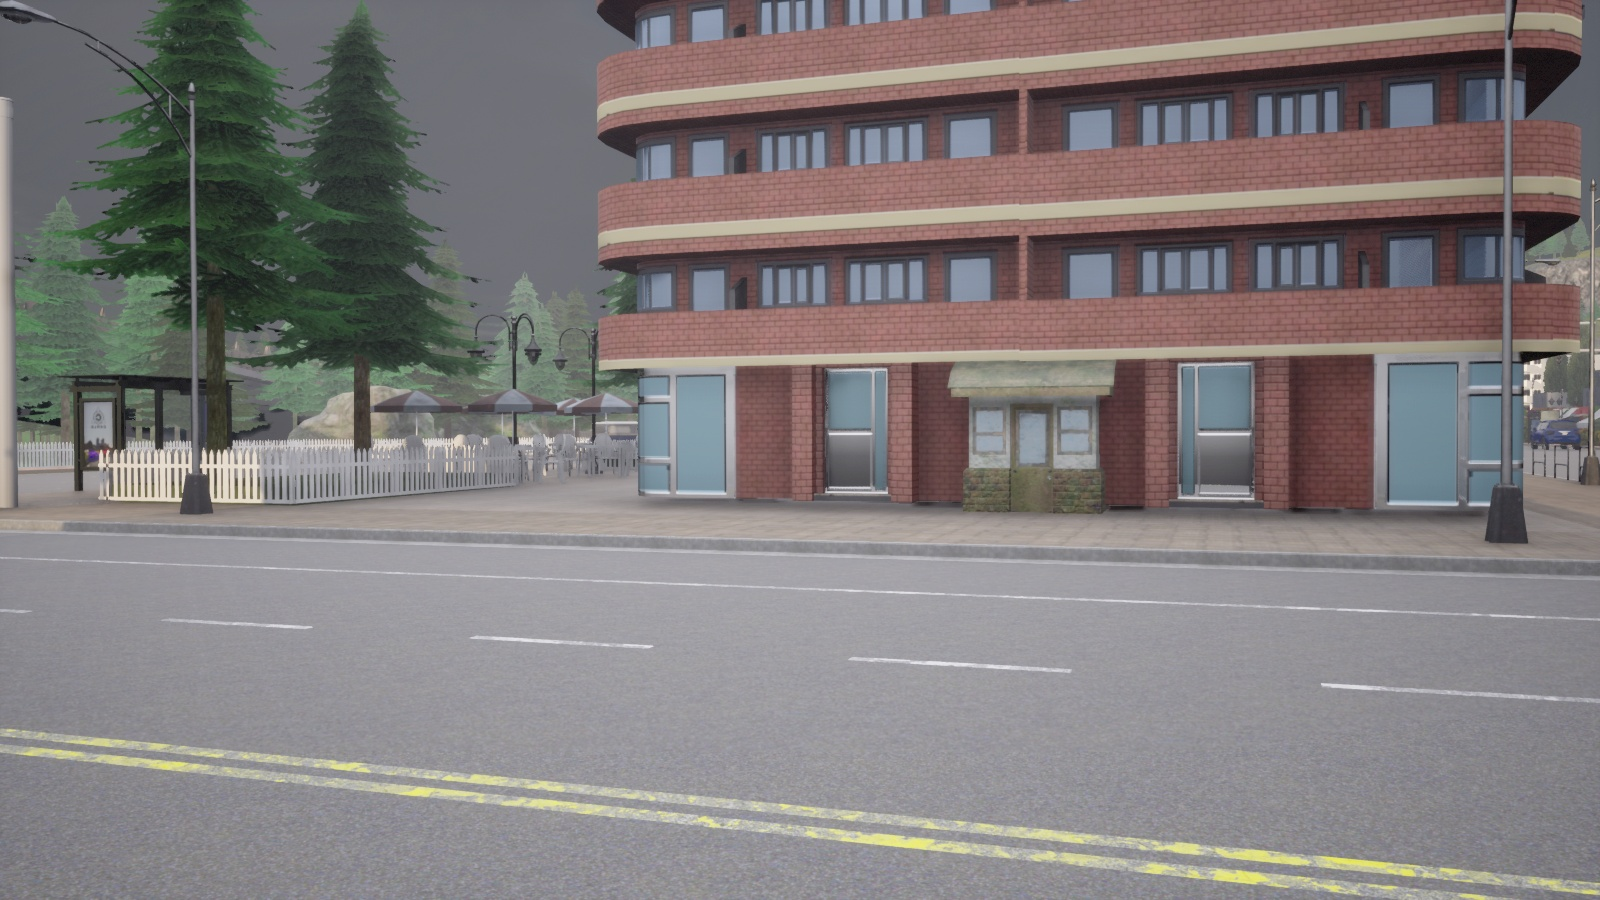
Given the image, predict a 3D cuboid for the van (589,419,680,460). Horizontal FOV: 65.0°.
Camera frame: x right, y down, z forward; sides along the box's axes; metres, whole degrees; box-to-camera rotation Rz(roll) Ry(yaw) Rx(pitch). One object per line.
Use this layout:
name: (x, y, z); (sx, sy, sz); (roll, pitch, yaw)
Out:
van: (-8.299, -0.518, 63.119); (1.775, 1.987, 4.442); (1, 1, 42)
